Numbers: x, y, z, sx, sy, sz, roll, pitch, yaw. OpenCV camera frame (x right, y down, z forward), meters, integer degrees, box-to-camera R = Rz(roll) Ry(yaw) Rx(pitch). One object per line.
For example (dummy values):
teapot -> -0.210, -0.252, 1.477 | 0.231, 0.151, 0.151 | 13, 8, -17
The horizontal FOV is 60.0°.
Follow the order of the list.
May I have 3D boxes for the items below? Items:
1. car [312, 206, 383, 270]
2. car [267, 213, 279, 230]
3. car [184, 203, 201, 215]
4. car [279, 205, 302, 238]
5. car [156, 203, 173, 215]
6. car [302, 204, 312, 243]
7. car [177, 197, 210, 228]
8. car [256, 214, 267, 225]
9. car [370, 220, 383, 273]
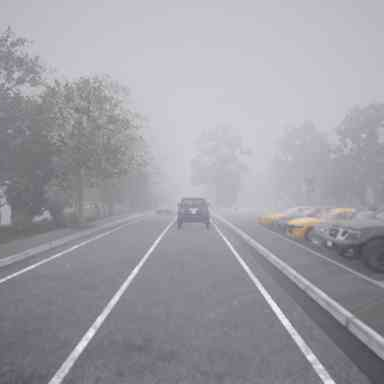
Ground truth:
car -> 7.054, 1.261, 10.385 | 5.566, 2.045, 2.435 | 0, 0, 0
car -> 7.094, 1.559, 18.704 | 4.892, 1.521, 2.231 | 0, -1, 0
car -> 0.111, 2.146, 42.809 | 2.033, 1.411, 5.357 | 0, -2, 0
car -> 7.093, 1.536, 15.932 | 5.008, 1.535, 2.097 | 0, 0, 0
car -> -3.336, 2.097, 41.142 | 2.033, 1.411, 5.357 | 0, -2, 0
car -> 7.115, 1.396, 13.156 | 4.553, 1.767, 2.185 | 0, 0, 0
car -> 0.105, 1.387, 23.732 | 2.150, 2.045, 5.566 | 0, -1, 0
car -> 6.905, 1.586, 21.473 | 5.366, 1.575, 1.946 | 0, -1, 0
car -> 7.109, 1.535, 7.607 | 4.792, 1.488, 2.163 | 0, 0, 0
